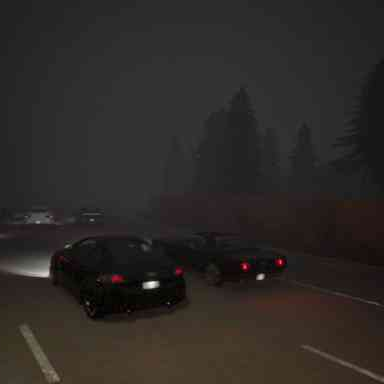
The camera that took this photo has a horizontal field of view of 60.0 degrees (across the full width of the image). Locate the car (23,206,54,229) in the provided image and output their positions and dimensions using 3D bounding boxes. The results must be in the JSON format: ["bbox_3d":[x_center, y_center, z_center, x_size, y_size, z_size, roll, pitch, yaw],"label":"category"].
[{"bbox_3d":[-10.587,1.682,22.957,1.812,1.442,4.674,3,-1,-25],"label":"car"}]

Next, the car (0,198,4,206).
[{"bbox_3d":[-32.750,1.659,54.161,1.895,1.301,4.718,2,-1,-4],"label":"car"}]

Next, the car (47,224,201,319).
[{"bbox_3d":[-1.921,1.691,7.824,1.994,1.385,4.181,3,-2,-35],"label":"car"}]

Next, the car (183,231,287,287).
[{"bbox_3d":[0.496,1.878,10.355,1.895,1.301,4.718,3,-2,-35],"label":"car"}]

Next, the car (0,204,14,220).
[{"bbox_3d":[-16.674,1.661,28.587,1.895,1.301,4.718,3,-1,-19],"label":"car"}]

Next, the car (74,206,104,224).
[{"bbox_3d":[-8.087,1.812,25.971,2.128,1.511,4.902,3,-1,-23],"label":"car"}]
